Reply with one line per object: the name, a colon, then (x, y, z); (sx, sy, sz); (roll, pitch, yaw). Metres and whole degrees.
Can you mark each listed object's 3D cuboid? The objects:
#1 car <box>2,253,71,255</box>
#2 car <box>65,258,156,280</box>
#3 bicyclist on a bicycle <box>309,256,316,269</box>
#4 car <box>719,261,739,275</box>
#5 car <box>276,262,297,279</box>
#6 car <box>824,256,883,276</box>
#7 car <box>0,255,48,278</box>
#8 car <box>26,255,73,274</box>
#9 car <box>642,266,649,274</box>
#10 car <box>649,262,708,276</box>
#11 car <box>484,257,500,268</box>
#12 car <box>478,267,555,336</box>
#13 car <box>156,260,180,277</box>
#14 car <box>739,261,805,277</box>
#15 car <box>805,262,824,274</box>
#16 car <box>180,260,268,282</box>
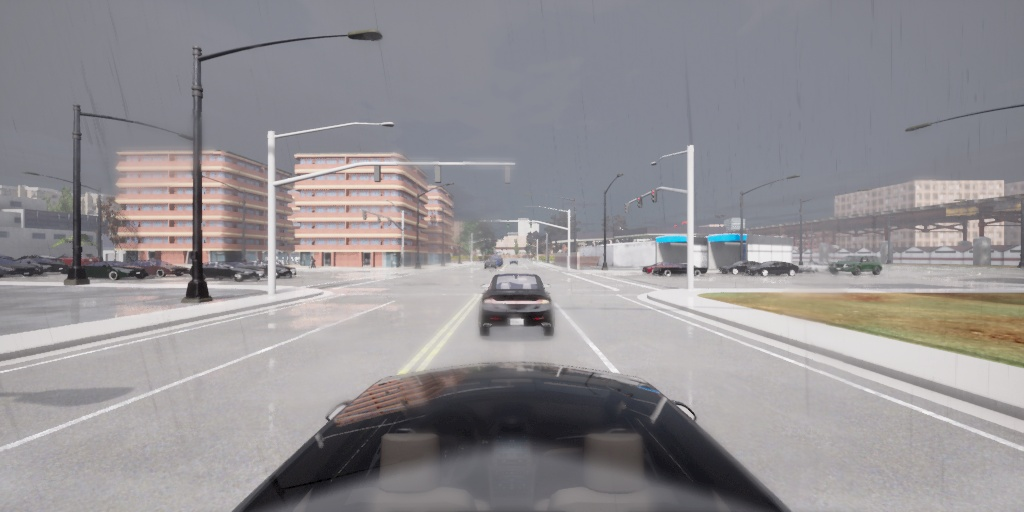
car: (-50.378, 0.628, 37.870); (4.892, 1.490, 1.837); (1, 0, 2)
car: (-29.790, 1.054, 26.708); (4.181, 1.385, 1.994); (1, 0, 1)
bicyclist on a bicycle: (-25.928, 0.844, 46.605); (0.582, 1.620, 1.656); (1, 0, 1)
car: (25.218, 1.255, 39.234); (4.892, 1.490, 1.837); (0, 0, -5)
car: (-20.661, 1.109, 29.976); (4.902, 1.511, 2.128); (1, 0, 1)
car: (36.327, 0.971, 37.836); (5.566, 2.045, 2.150); (0, 0, -19)
car: (-39.043, 0.875, 26.943); (5.357, 1.411, 2.033); (1, 0, 1)
car: (-40.295, 0.868, 30.478); (4.181, 1.385, 1.994); (1, 0, 1)
car: (16.474, 1.314, 39.157); (4.181, 1.385, 1.994); (0, 0, 1)
car: (16.634, 1.351, 35.629); (4.718, 1.301, 1.895); (0, 0, 0)
car: (-3.318, 1.255, 56.762); (1.837, 1.490, 4.892); (0, 0, 0)
car: (0.121, 1.242, 10.323); (2.128, 1.511, 4.902); (0, 0, 0)
car: (-30.404, 1.025, 30.227); (5.357, 1.411, 2.033); (1, 0, 1)
car: (25.913, 1.255, 35.781); (4.892, 1.490, 1.837); (0, 0, -5)
car: (34.884, 1.351, 41.006); (4.718, 1.301, 1.895); (0, 0, -19)
car: (-20.950, 1.109, 26.485); (4.902, 1.511, 2.128); (1, 0, 1)
